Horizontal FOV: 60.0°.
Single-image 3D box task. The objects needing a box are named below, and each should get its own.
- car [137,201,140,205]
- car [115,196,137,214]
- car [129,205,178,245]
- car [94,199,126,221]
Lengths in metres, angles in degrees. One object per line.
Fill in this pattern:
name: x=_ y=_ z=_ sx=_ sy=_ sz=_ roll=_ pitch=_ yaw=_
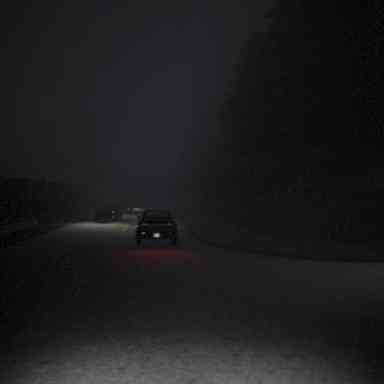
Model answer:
car: x=-9.575 y=1.911 z=54.198 sx=1.994 sy=1.385 sz=4.181 roll=1 pitch=-1 yaw=-3
car: x=-8.212 y=1.453 z=39.786 sx=2.150 sy=2.045 sz=5.566 roll=1 pitch=-1 yaw=-5
car: x=-1.714 y=1.622 z=16.382 sx=2.128 sy=1.511 sz=4.902 roll=1 pitch=-1 yaw=-6
car: x=-7.153 y=1.618 z=28.844 sx=1.882 sy=1.535 sz=5.008 roll=1 pitch=-1 yaw=-6
